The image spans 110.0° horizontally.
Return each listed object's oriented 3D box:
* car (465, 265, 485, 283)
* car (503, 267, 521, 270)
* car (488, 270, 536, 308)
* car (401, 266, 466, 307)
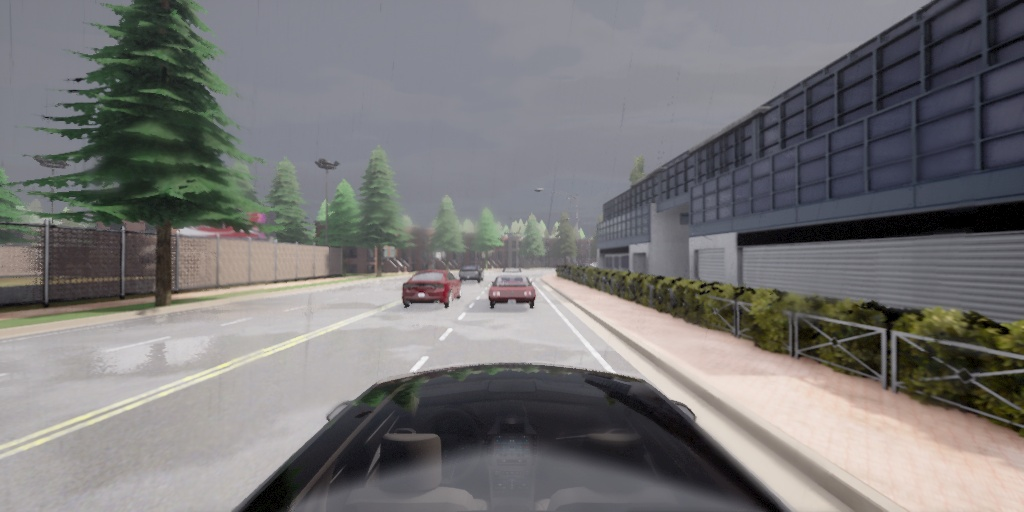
[{"bbox_3d":[-3.474,1.532,31.140,2.128,1.511,4.902,0,0,1],"label":"car"},{"bbox_3d":[0.015,1.639,30.949,1.895,1.301,4.718,0,-1,0],"label":"car"},{"bbox_3d":[0.005,1.491,15.951,1.895,1.301,4.718,0,-1,0],"label":"car"},{"bbox_3d":[-3.491,1.372,16.322,1.882,1.535,5.008,0,0,0],"label":"car"}]
